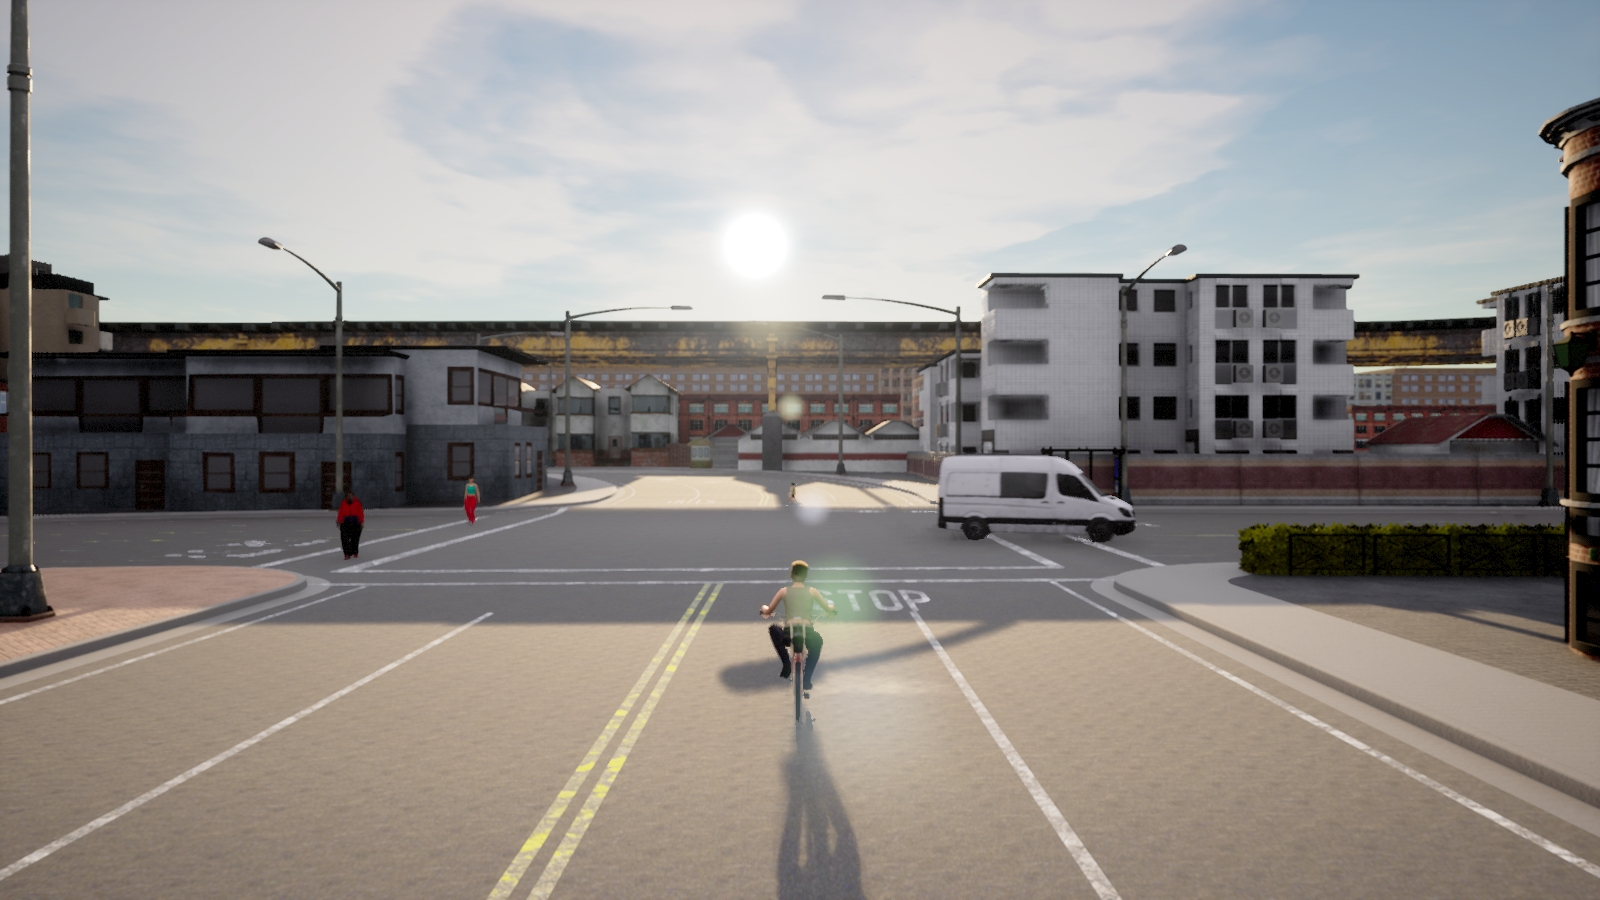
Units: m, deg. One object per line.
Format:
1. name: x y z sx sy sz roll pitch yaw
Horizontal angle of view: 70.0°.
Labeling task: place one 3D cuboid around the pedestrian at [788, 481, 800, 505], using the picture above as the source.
1. pedestrian: -0.280 1.991 52.911 0.500 1.100 0.500 0 0 2

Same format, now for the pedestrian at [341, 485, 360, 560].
1. pedestrian: -11.386 1.833 28.950 0.375 1.860 0.375 0 0 -7

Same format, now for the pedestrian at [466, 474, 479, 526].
1. pedestrian: -11.869 1.817 41.424 0.375 1.860 0.375 0 0 0

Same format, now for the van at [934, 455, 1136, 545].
1. van: 7.212 1.469 35.050 5.915 2.561 1.988 0 1 15

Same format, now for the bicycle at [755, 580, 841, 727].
1. bicycle: -0.016 2.119 12.183 0.859 1.301 1.487 0 0 0
